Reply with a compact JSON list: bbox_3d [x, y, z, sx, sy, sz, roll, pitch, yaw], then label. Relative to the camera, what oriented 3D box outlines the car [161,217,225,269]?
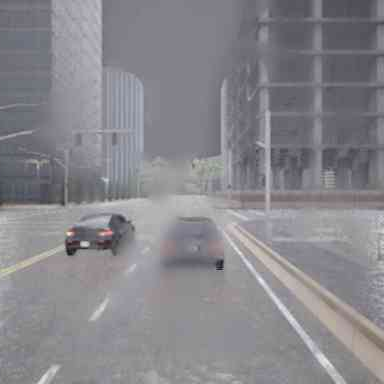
[{"bbox_3d":[0.047,1.549,11.129,2.033,1.411,5.357,0,0,1],"label":"car"}]

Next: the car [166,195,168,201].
[{"bbox_3d":[-6.983,1.505,82.769,1.837,1.490,4.892,0,0,0],"label":"car"}]

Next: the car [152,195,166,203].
[{"bbox_3d":[-6.991,1.516,67.279,2.128,1.511,4.902,0,0,0],"label":"car"}]

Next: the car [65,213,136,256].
[{"bbox_3d":[-3.437,1.528,13.055,1.812,1.442,4.674,0,0,0],"label":"car"}]
